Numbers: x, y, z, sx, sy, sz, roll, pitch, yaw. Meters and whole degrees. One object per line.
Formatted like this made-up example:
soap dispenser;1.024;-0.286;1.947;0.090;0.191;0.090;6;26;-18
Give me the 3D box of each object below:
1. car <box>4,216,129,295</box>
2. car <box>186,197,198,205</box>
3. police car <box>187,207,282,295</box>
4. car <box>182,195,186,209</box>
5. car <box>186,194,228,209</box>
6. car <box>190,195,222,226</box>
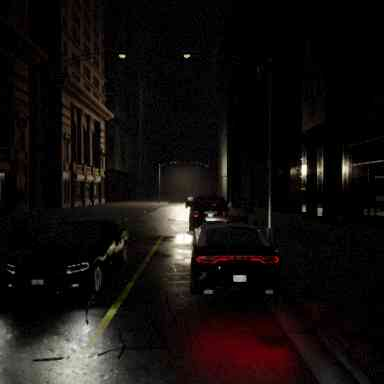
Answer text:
car;-2.996;1.477;8.953;1.882;1.535;5.008;0;0;0
car;0.039;1.564;59.846;2.033;1.411;5.357;0;0;0
police car;0.904;1.425;8.853;1.930;1.638;5.238;0;0;0
car;0.043;1.509;46.156;2.128;1.511;4.902;0;0;0
car;0.911;1.230;18.773;2.150;2.045;5.566;0;0;0
car;0.915;1.234;24.773;2.150;2.045;5.566;0;0;0
